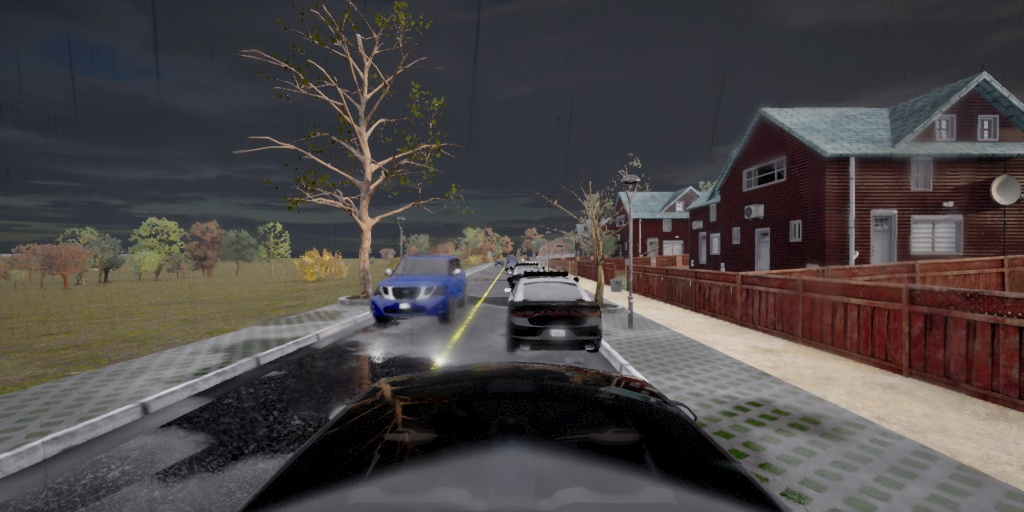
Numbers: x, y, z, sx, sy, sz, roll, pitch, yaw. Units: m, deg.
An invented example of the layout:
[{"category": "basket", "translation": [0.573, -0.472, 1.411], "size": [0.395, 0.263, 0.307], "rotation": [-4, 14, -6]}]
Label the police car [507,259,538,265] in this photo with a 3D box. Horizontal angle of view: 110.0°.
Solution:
[{"category": "police car", "translation": [0.839, 1.178, 19.000], "size": [1.930, 1.638, 5.238], "rotation": [0, 0, 0]}]

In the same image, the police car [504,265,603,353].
[{"category": "police car", "translation": [0.831, 1.176, 9.000], "size": [1.930, 1.638, 5.238], "rotation": [0, 0, 0]}]

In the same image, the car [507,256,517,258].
[{"category": "car", "translation": [0.054, 1.005, 62.037], "size": [2.150, 2.045, 5.566], "rotation": [0, 0, 0]}]

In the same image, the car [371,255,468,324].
[{"category": "car", "translation": [-2.840, 0.972, 12.277], "size": [2.150, 2.045, 5.566], "rotation": [0, 0, 0]}]

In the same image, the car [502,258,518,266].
[{"category": "car", "translation": [0.079, 1.332, 47.273], "size": [1.994, 1.385, 4.181], "rotation": [0, 0, 0]}]
